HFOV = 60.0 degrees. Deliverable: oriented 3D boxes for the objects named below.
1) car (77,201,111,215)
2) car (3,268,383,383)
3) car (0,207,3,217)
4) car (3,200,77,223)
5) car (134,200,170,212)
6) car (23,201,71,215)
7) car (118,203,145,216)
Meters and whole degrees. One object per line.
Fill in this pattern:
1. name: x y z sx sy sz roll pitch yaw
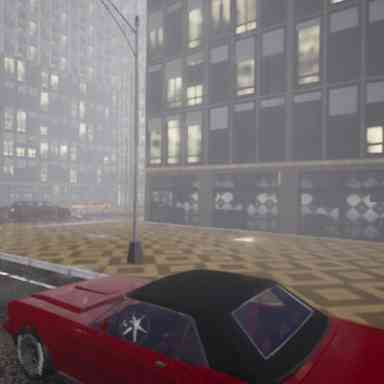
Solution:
1. car: -12.084 1.820 39.808 1.882 1.535 5.008 1 0 36
2. car: -0.164 1.610 3.805 4.718 1.301 1.895 0 0 36
3. car: -17.361 1.829 32.692 1.994 1.385 4.181 1 0 37
4. car: -13.047 1.643 28.802 2.192 1.841 5.009 0 0 37
5. car: -5.749 1.982 48.358 2.033 1.411 5.357 1 0 36
6. car: -16.528 1.804 38.183 1.752 1.417 4.829 0 0 37
7. car: -6.232 1.953 38.001 1.752 1.417 4.829 0 0 37
